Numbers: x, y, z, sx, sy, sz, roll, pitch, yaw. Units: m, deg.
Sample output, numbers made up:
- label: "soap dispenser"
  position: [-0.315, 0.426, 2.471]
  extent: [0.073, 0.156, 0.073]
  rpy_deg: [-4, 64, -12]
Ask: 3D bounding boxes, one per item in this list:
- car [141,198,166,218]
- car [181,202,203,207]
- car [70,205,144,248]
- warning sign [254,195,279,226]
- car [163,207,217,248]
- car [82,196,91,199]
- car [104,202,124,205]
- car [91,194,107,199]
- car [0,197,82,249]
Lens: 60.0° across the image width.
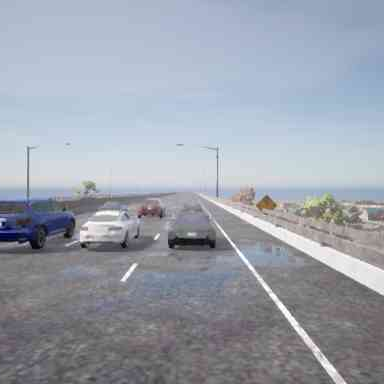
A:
- label: "car"
  position: [-3.500, 1.356, 29.621]
  extent: [2.097, 1.767, 4.553]
  rpy_deg: [0, 0, 0]
- label: "car"
  position: [0.000, 1.562, 29.651]
  extent: [1.994, 1.385, 4.181]
  rpy_deg: [0, 0, 0]
- label: "car"
  position: [-3.500, 1.530, 14.650]
  extent: [1.812, 1.442, 4.674]
  rpy_deg: [0, 0, 0]
- label: "warning sign"
  position: [4.559, 1.109, 20.390]
  extent: [1.300, 1.860, 1.060]
  rpy_deg: [1, 1, 0]
- label: "car"
  position: [0.000, 1.570, 14.650]
  extent: [1.994, 1.385, 4.181]
  rpy_deg: [0, 0, 0]
- label: "car"
  position: [-24.500, 1.477, 76.679]
  extent: [1.895, 1.301, 4.718]
  rpy_deg: [0, 0, 0]
- label: "car"
  position: [-7.000, 1.562, 29.651]
  extent: [1.994, 1.385, 4.181]
  rpy_deg: [0, 0, 0]
- label: "car"
  position: [-21.000, 1.237, 76.737]
  extent: [2.097, 1.767, 4.553]
  rpy_deg: [0, 0, 0]
- label: "car"
  position: [-7.000, 1.255, 14.679]
  extent: [2.150, 2.045, 5.566]
  rpy_deg: [0, 0, 0]
